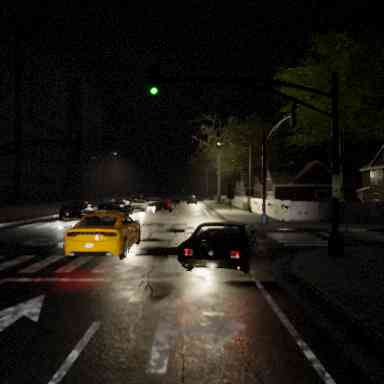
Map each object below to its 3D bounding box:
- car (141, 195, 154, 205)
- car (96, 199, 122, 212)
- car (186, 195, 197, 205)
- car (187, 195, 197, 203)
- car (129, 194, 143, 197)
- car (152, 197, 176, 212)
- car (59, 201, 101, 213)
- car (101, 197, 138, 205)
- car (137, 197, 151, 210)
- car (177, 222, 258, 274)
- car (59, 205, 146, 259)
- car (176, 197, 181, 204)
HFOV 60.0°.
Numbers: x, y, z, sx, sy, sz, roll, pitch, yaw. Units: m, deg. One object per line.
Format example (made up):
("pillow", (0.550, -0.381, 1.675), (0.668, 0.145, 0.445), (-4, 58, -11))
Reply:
("car", (-6.573, 1.545, 54.702), (2.128, 1.511, 4.902), (0, 0, 0))
("car", (-9.848, 1.594, 39.745), (1.994, 1.385, 4.181), (0, 0, 0))
("car", (-0.010, 1.610, 59.661), (2.033, 1.411, 5.357), (0, 0, 0))
("car", (-0.012, 1.443, 70.082), (2.128, 1.511, 4.902), (0, 0, 0))
("car", (-9.788, 1.283, 58.489), (2.150, 2.045, 5.566), (0, 0, 0))
("car", (-3.156, 1.554, 38.421), (1.812, 1.442, 4.674), (0, 0, 0))
("car", (-9.851, 1.507, 28.737), (2.128, 1.511, 4.902), (0, 0, 0))
("car", (-6.599, 1.509, 30.305), (2.128, 1.511, 4.902), (0, 0, 0))
("car", (-6.598, 1.632, 40.866), (1.895, 1.301, 4.718), (0, 0, 0))
("car", (1.059, 1.602, 10.682), (1.895, 1.301, 4.718), (0, 0, 14))
("car", (-3.151, 1.480, 12.676), (1.882, 1.535, 5.008), (0, 0, 0))
("car", (-3.223, 1.596, 63.801), (1.812, 1.442, 4.674), (0, 0, 1))
